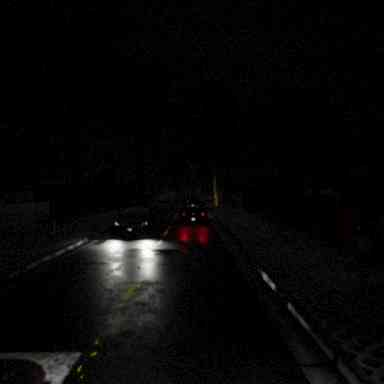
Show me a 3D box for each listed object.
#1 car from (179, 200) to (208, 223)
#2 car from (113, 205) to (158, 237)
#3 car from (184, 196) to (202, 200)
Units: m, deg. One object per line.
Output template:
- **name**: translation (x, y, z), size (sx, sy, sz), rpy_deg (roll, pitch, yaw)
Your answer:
- **car**: translation (0.090, 1.467, 23.881), size (1.895, 1.301, 4.718), rpy_deg (0, 0, 0)
- **car**: translation (-2.854, 1.440, 17.583), size (1.812, 1.442, 4.674), rpy_deg (0, 0, 0)
- **car**: translation (0.082, 1.225, 38.907), size (1.837, 1.490, 4.892), rpy_deg (0, 1, 0)
